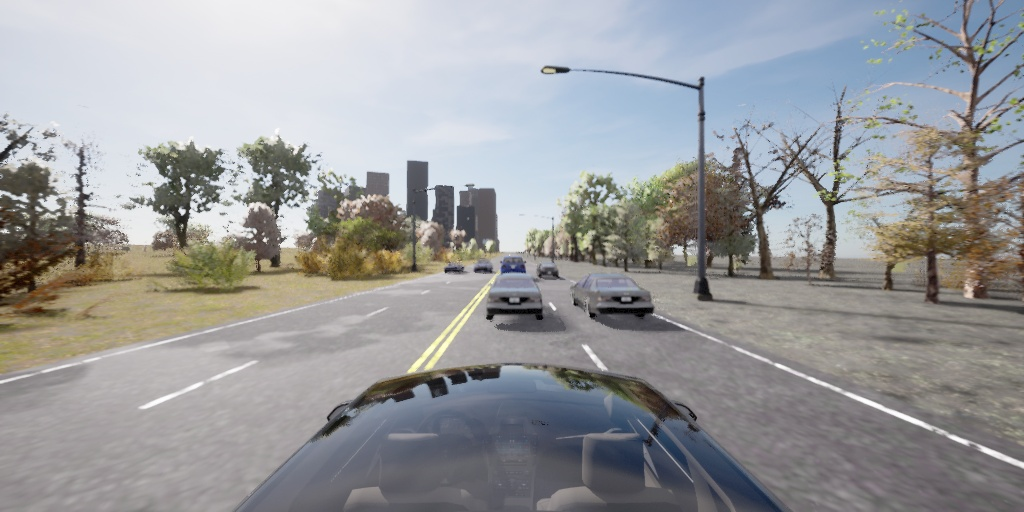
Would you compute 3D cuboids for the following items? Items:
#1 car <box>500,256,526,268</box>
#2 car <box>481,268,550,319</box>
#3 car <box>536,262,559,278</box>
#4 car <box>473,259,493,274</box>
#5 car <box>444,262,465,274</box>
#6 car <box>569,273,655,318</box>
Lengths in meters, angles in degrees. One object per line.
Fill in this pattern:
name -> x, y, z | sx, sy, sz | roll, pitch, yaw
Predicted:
car -> 0.097, 1.010, 32.315 | 2.150, 2.045, 5.566 | 0, 0, 0
car -> 0.084, 1.320, 12.867 | 2.033, 1.411, 5.357 | 0, 0, 0
car -> 3.345, 1.310, 34.243 | 1.812, 1.442, 4.674 | 0, 0, 0
car -> -3.338, 1.126, 42.281 | 2.097, 1.767, 4.553 | 0, 0, 0
car -> -6.592, 1.377, 41.278 | 1.895, 1.301, 4.718 | 0, 0, 0
car -> 3.336, 1.315, 12.955 | 2.033, 1.411, 5.357 | 0, 0, 0
